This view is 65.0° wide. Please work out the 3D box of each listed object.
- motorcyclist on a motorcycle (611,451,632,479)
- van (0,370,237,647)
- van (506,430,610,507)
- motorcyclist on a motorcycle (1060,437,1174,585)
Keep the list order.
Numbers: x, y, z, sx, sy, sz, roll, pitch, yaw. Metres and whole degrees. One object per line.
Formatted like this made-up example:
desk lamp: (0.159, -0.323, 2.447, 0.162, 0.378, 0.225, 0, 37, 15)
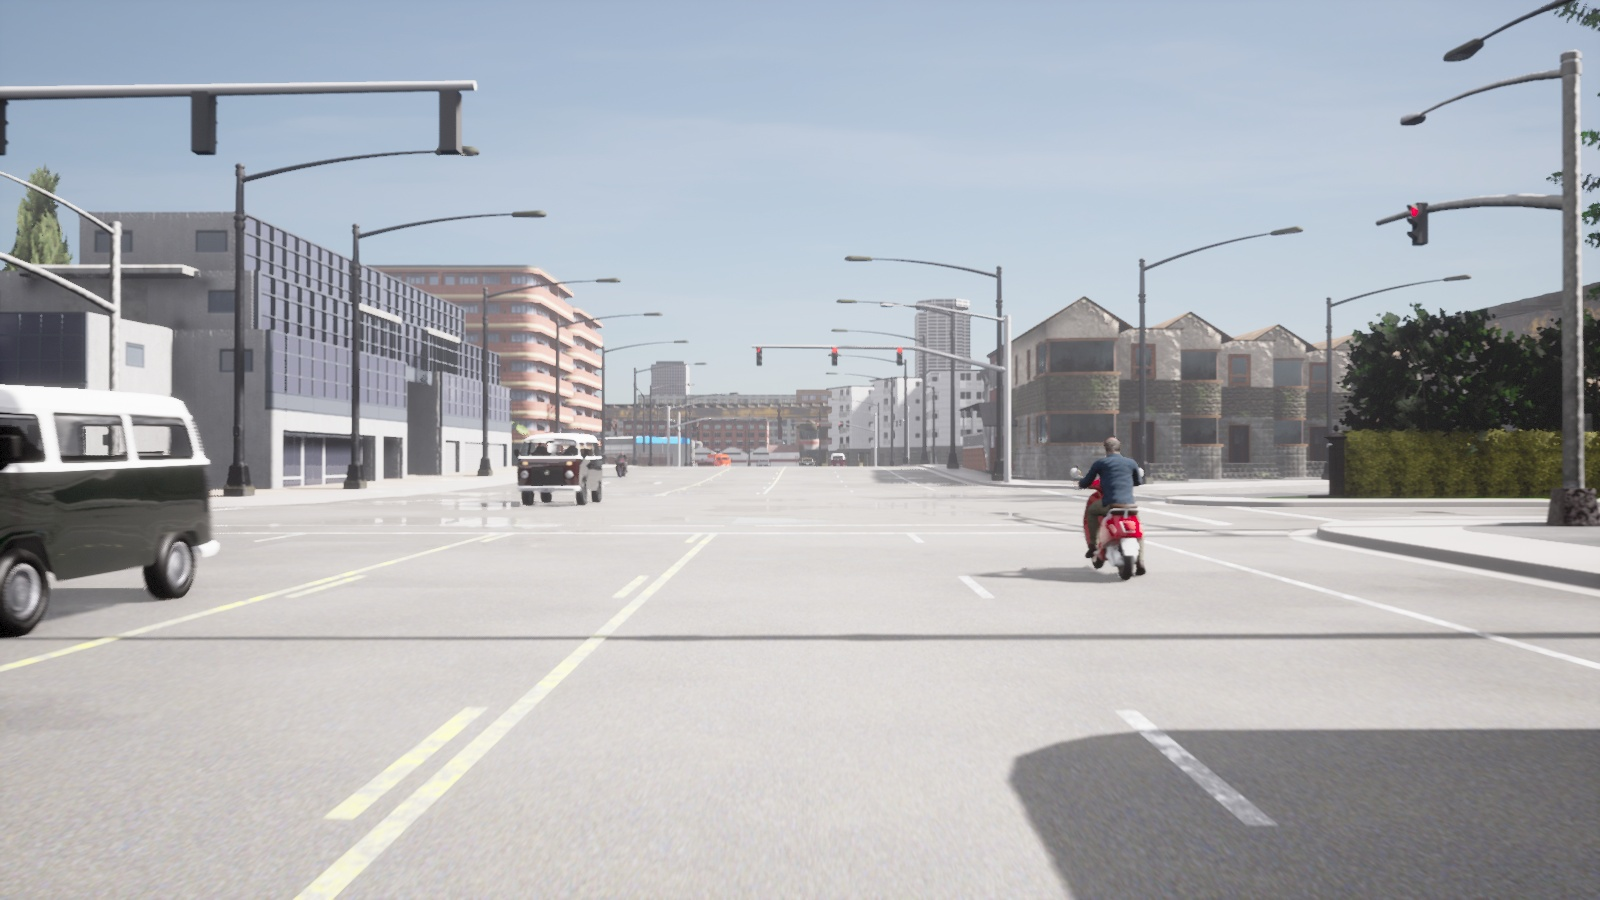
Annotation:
motorcyclist on a motorcycle: (-10.076, 0.819, 70.813, 0.866, 1.530, 2.191, 0, 1, 0)
van: (-6.923, 0.430, 10.871, 2.069, 2.038, 4.480, 0, 0, 0)
van: (-6.779, 0.514, 35.689, 2.069, 2.038, 4.480, 0, -1, 0)
motorcyclist on a motorcycle: (3.598, 0.654, 14.419, 0.866, 1.590, 1.817, 0, 0, 0)
